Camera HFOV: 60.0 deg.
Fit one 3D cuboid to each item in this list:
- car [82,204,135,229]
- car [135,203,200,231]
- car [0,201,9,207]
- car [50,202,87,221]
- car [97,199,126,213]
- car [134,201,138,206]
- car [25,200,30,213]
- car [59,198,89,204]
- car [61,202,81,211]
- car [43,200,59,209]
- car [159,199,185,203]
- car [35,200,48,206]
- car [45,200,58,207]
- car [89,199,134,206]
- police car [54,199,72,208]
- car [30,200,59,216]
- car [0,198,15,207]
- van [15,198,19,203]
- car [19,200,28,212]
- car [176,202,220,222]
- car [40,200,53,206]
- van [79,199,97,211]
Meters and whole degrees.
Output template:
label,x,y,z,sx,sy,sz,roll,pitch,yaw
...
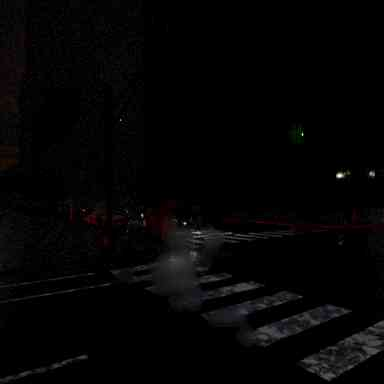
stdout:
label,x,y,z,sx,sy,sz,roll,pitch,yaw
car,-6.248,1.842,24.404,1.752,1.417,4.829,-1,0,-35
car,-1.820,1.758,22.826,1.837,1.490,4.892,0,-1,-35
car,-44.382,2.769,78.064,1.802,1.307,4.206,-1,0,-35
car,-12.007,2.003,32.507,2.008,1.369,4.403,-1,0,-35
car,-11.163,1.873,46.074,2.192,1.841,5.009,-1,0,-35
car,-5.273,2.003,37.774,1.802,1.307,4.206,-1,0,-35
car,-20.498,2.195,44.455,1.887,1.381,4.507,-1,0,-35
car,-13.731,1.754,39.566,2.150,2.045,5.566,0,-1,-35
car,-19.337,2.309,52.965,1.895,1.301,4.718,0,-1,-35
car,-26.975,2.388,63.706,1.837,1.490,4.892,0,-1,-35
car,-2.337,1.667,33.624,2.192,1.841,5.009,-1,0,-35
car,-37.738,2.708,83.430,2.008,1.369,4.403,-1,0,-35
car,-31.710,2.593,74.949,1.947,1.339,4.313,-1,0,-35
car,-7.575,1.740,30.889,2.097,1.767,4.553,0,-1,-35
police car,-25.434,2.305,65.449,1.930,1.638,5.238,0,-1,-35
car,-17.673,1.899,40.473,2.192,1.841,5.009,-1,0,-35
car,-41.269,2.665,73.681,1.887,1.381,4.507,-1,0,-35
van,-26.163,2.121,52.420,1.690,1.788,3.998,-1,0,-35
car,-23.330,2.155,48.437,1.967,1.590,4.097,-1,0,-35
car,0.611,1.827,29.474,1.887,1.381,4.507,-1,0,-35
car,-34.724,2.658,79.190,1.947,1.339,4.313,-1,0,-35
van,-17.047,2.035,54.374,1.690,1.788,3.998,-1,0,-35
